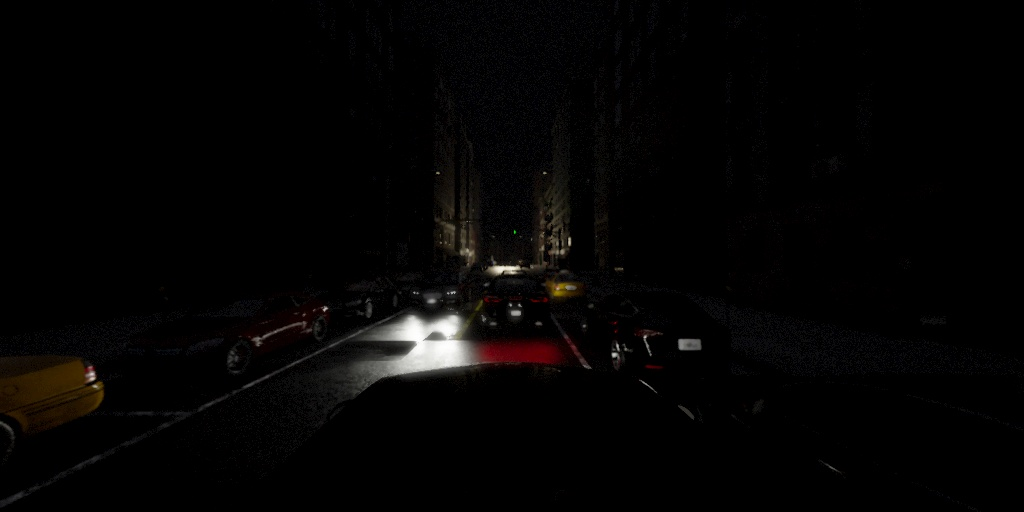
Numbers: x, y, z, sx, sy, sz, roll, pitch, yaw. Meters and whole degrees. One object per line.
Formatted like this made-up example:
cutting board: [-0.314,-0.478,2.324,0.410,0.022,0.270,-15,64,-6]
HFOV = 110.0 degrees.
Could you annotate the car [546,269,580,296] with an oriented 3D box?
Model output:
car: [2.648,1.411,18.384,1.751,1.417,4.829,0,0,0]

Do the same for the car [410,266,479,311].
car: [-2.831,1.352,15.114,2.128,1.511,4.902,0,0,0]

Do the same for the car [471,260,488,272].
car: [-5.351,1.731,55.516,2.007,1.370,4.403,0,0,0]

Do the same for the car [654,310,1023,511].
car: [2.636,1.318,1.975,1.948,1.339,4.313,0,0,0]

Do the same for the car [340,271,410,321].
car: [-5.381,1.393,12.816,2.007,1.370,4.403,0,0,0]

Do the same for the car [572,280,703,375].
car: [2.640,1.364,7.388,1.948,1.339,4.313,0,0,0]

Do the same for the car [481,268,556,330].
car: [0.109,1.310,11.525,1.882,1.535,5.008,0,0,0]

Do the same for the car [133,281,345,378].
car: [-5.385,1.380,7.403,1.802,1.307,4.207,0,0,0]

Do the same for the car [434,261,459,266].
car: [-5.370,1.286,29.054,2.192,1.841,5.009,0,0,0]

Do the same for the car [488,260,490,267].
car: [-5.347,1.768,60.971,1.888,1.381,4.507,0,0,0]

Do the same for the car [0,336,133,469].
car: [-5.389,1.278,1.820,1.751,1.417,4.829,0,0,0]

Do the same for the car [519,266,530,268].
car: [0.119,1.518,22.196,1.895,1.301,4.718,0,0,0]
